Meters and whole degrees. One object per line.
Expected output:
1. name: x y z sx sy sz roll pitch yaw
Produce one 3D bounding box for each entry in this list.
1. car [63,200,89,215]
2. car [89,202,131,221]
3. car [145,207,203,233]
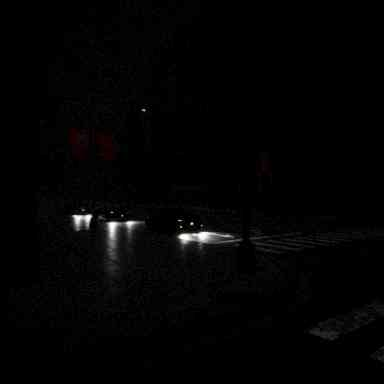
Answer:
1. car: -12.671 1.622 36.395 2.128 1.511 4.902 0 0 -35
2. car: -6.905 1.619 28.359 1.812 1.442 4.674 0 0 -36
3. car: -1.169 1.619 20.372 1.994 1.385 4.181 0 0 -36
